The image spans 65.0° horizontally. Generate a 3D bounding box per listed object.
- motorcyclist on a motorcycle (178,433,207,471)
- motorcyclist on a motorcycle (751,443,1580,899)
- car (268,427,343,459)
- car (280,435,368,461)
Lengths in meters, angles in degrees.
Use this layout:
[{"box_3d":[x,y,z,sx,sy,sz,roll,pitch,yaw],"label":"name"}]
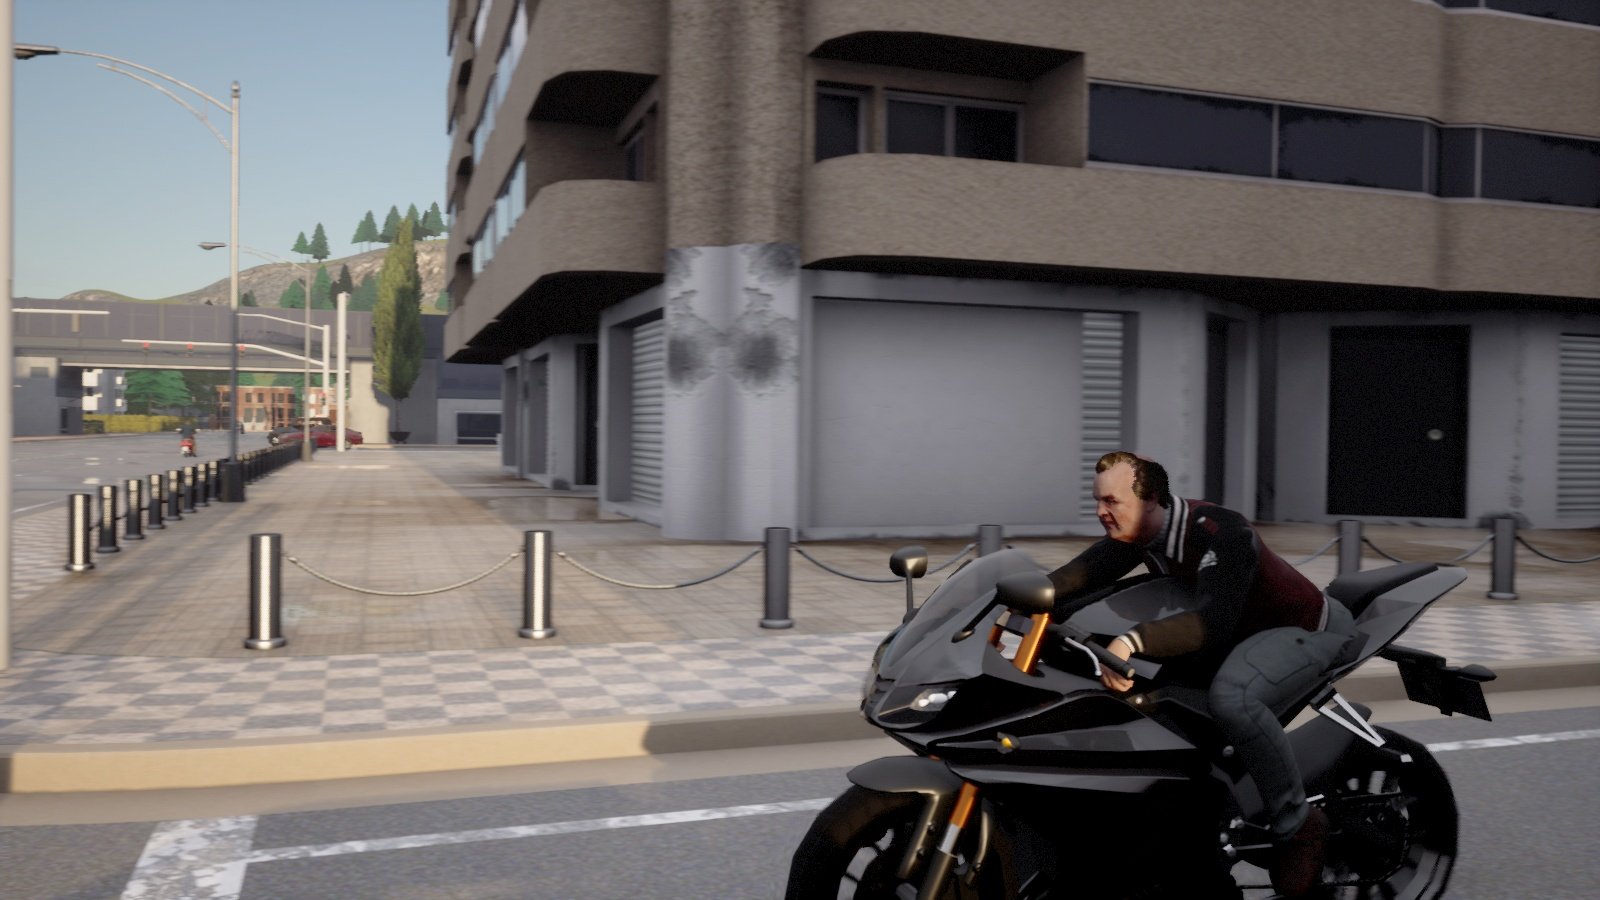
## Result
[{"box_3d":[-26.029,0.081,53.846,0.866,1.590,1.817,-1,1,-19],"label":"motorcyclist on a motorcycle"},{"box_3d":[1.040,0.760,3.618,2.191,1.530,0.866,-1,1,-19],"label":"motorcyclist on a motorcycle"},{"box_3d":[-30.256,-0.436,76.901,3.866,1.878,1.905,0,1,-2],"label":"car"},{"box_3d":[-27.672,-0.158,72.972,4.674,1.442,1.812,-1,1,-24],"label":"car"}]
